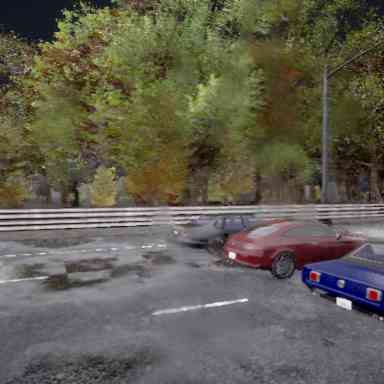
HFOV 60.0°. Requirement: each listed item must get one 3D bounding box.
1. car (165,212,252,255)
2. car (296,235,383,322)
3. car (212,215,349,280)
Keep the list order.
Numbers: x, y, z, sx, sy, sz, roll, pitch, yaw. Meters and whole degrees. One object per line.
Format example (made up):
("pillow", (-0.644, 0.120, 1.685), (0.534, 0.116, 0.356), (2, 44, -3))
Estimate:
("car", (1.698, 1.512, 12.928), (5.357, 1.411, 2.033), (0, 0, -24))
("car", (4.600, 1.616, 6.562), (4.718, 1.301, 1.895), (0, 0, -24))
("car", (3.147, 1.519, 9.740), (4.674, 1.442, 1.812), (0, 0, -24))
